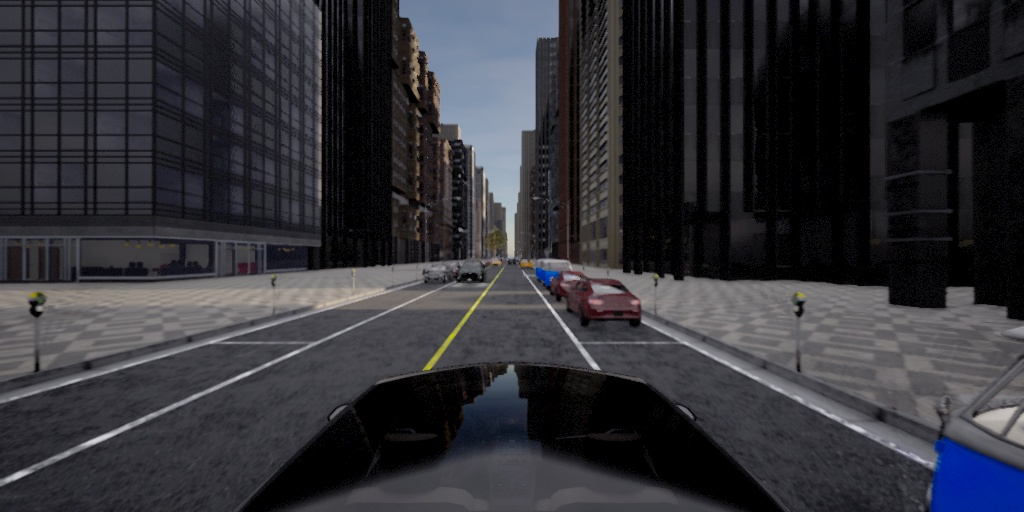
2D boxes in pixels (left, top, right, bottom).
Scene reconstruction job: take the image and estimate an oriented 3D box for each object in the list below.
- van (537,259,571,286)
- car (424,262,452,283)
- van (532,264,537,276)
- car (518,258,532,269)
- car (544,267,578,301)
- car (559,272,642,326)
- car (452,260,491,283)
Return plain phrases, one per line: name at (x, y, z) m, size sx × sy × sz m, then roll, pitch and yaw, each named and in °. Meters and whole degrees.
van at (2.765, 1.128, 22.748) m, size 1.690 × 1.789 × 3.998 m, roll 0°, pitch 0°, yaw 0°
car at (-5.759, 1.348, 28.424) m, size 2.007 × 1.370 × 4.403 m, roll 0°, pitch 0°, yaw 0°
van at (2.766, 1.138, 28.426) m, size 1.690 × 1.789 × 3.998 m, roll 0°, pitch 0°, yaw 0°
car at (2.367, 1.333, 59.345) m, size 1.882 × 1.535 × 5.008 m, roll 0°, pitch 0°, yaw 0°
car at (2.764, 1.359, 17.071) m, size 1.802 × 1.307 × 4.207 m, roll 0°, pitch 0°, yaw 0°
car at (2.764, 1.348, 11.393) m, size 1.802 × 1.307 × 4.207 m, roll 0°, pitch 0°, yaw 0°
car at (-3.094, 1.149, 28.341) m, size 2.097 × 1.767 × 4.553 m, roll 0°, pitch 0°, yaw 0°
